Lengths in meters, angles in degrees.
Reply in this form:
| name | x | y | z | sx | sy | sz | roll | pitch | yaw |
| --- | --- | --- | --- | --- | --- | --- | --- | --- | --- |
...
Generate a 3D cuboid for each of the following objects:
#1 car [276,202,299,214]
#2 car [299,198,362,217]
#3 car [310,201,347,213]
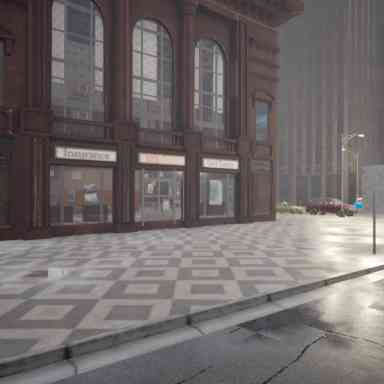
| name | x | y | z | sx | sy | sz | roll | pitch | yaw |
| --- | --- | --- | --- | --- | --- | --- | --- | --- | --- |
| car | 10.777 | 1.801 | 38.044 | 1.752 | 1.417 | 4.829 | 0 | 0 | -35 |
| car | 13.923 | 1.524 | 33.591 | 2.192 | 1.841 | 5.009 | 0 | 0 | -35 |
| car | 17.637 | 1.901 | 43.110 | 1.802 | 1.307 | 4.206 | -1 | 0 | -35 |
